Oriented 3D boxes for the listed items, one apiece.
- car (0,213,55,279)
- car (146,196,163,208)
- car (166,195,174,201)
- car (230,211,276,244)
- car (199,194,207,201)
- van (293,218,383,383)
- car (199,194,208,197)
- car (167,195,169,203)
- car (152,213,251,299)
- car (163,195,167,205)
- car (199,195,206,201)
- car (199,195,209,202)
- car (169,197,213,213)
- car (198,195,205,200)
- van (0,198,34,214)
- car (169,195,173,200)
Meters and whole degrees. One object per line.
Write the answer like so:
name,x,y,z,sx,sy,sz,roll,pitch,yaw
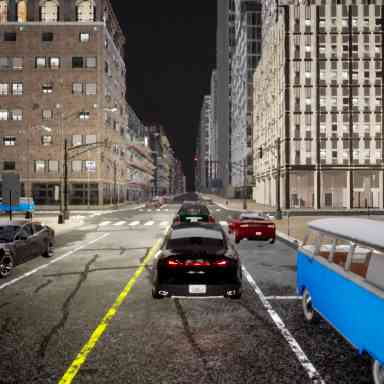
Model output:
car,-5.683,1.567,10.135,1.947,1.339,4.313,1,0,0
car,-5.682,1.573,48.150,1.802,1.307,4.206,1,0,0
car,-5.680,1.475,87.542,1.752,1.417,4.829,1,0,0
car,2.698,1.545,15.706,1.887,1.381,4.507,1,0,0
car,2.701,1.396,82.059,1.967,1.590,4.097,1,0,0
van,2.701,1.342,4.553,1.690,1.788,3.998,1,0,0
car,2.699,1.531,59.453,2.008,1.369,4.403,1,0,0
car,-5.681,1.562,59.454,1.802,1.307,4.206,1,0,0
car,0.100,1.506,8.433,1.837,1.490,4.892,0,0,0
car,-5.679,1.426,53.803,1.967,1.590,4.097,1,0,0
car,2.700,1.474,87.880,1.752,1.417,4.829,1,0,0
car,2.699,1.513,76.406,2.008,1.369,4.403,1,0,0
car,0.070,1.352,17.526,2.097,1.767,4.553,0,0,-1
car,2.699,1.524,93.362,1.802,1.307,4.206,1,0,0
van,-19.737,1.525,37.021,3.998,1.788,1.690,0,0,1
car,-5.681,1.519,70.756,2.008,1.369,4.403,1,0,0
